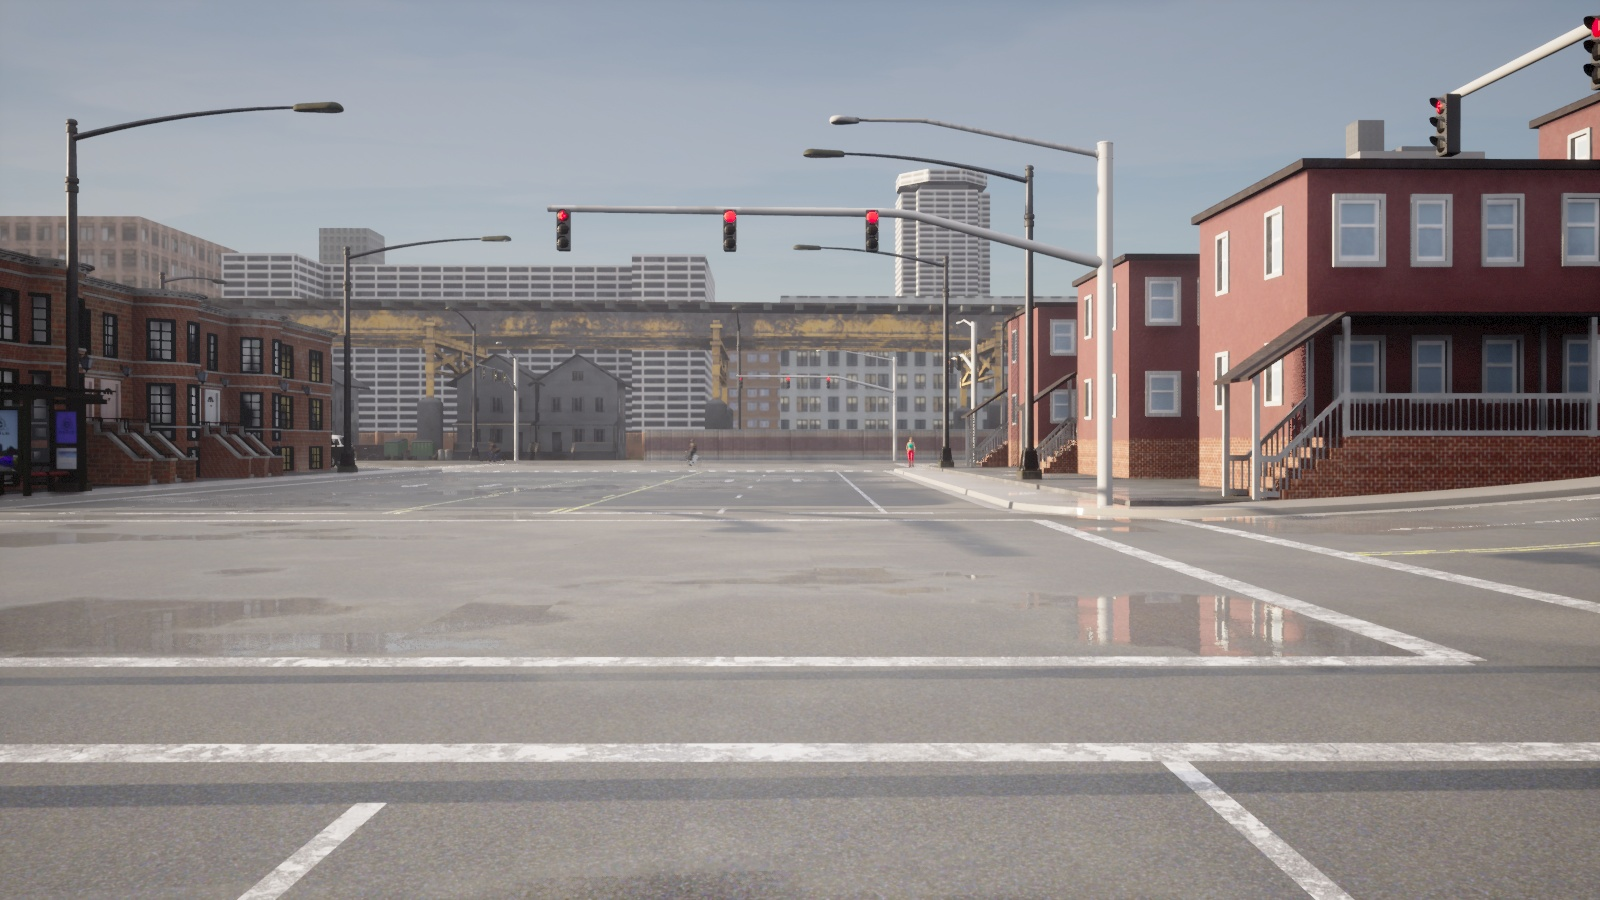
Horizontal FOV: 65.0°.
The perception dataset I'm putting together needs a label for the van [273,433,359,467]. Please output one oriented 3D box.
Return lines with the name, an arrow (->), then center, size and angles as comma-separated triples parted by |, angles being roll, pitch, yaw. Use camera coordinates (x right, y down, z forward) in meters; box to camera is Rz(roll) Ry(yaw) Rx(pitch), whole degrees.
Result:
van -> -29.763, 0.010, 77.297 | 4.480, 2.038, 2.069 | 0, 0, 0
